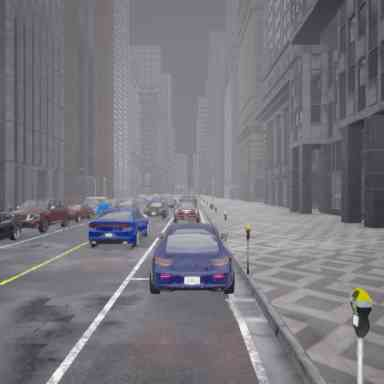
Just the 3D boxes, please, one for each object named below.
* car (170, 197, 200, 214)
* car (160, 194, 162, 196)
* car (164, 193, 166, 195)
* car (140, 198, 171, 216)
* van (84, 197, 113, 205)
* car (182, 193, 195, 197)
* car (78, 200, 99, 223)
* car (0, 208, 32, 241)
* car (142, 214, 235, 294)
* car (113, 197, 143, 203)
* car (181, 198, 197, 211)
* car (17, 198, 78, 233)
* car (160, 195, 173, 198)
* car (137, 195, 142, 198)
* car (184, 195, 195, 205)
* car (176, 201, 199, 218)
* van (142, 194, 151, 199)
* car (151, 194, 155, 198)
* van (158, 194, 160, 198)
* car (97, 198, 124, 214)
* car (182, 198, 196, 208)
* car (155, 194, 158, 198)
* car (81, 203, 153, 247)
[{"bbox_3d":[-0.386,1.439,25.353,1.967,1.590,4.097,0,0,0],"label":"car"},{"bbox_3d":[-8.911,1.446,81.710,1.967,1.590,4.097,0,0,0],"label":"car"},{"bbox_3d":[-8.912,1.323,87.347,2.192,1.841,5.009,0,0,0],"label":"car"},{"bbox_3d":[-3.061,1.524,28.845,1.812,1.442,4.674,0,0,0],"label":"car"},{"bbox_3d":[-8.911,1.340,30.980,1.690,1.788,3.998,0,0,0],"label":"van"},{"bbox_3d":[-0.386,1.314,36.627,2.192,1.841,5.009,0,0,0],"label":"car"},{"bbox_3d":[-8.910,1.544,25.344,1.887,1.381,4.507,0,0,0],"label":"car"},{"bbox_3d":[-8.910,1.565,14.070,1.947,1.339,4.313,0,0,0],"label":"car"},{"bbox_3d":[0.003,1.525,8.651,1.812,1.442,4.674,0,0,0],"label":"car"},{"bbox_3d":[-6.240,1.524,31.817,1.812,1.442,4.674,0,0,0],"label":"car"},{"bbox_3d":[-0.385,1.543,42.263,1.887,1.381,4.507,0,0,0],"label":"car"},{"bbox_3d":[-8.911,1.314,19.706,2.192,1.841,5.009,0,0,0],"label":"car"},{"bbox_3d":[-3.052,1.562,46.874,1.994,1.385,4.181,0,0,0],"label":"car"},{"bbox_3d":[-8.911,1.439,47.891,1.967,1.590,4.097,0,0,0],"label":"car"},{"bbox_3d":[-0.386,1.439,59.171,1.967,1.590,4.097,0,0,0],"label":"car"},{"bbox_3d":[-0.385,1.565,30.990,1.947,1.339,4.313,0,0,0],"label":"car"},{"bbox_3d":[-8.911,1.340,59.164,1.690,1.788,3.998,0,0,0],"label":"van"},{"bbox_3d":[-8.911,1.525,64.631,1.752,1.417,4.829,0,0,0],"label":"car"},{"bbox_3d":[-8.911,1.345,76.073,1.690,1.788,3.998,0,0,0],"label":"van"},{"bbox_3d":[-8.911,1.439,36.617,1.967,1.590,4.097,0,0,0],"label":"car"},{"bbox_3d":[-0.385,1.564,47.899,1.947,1.339,4.313,0,0,0],"label":"car"},{"bbox_3d":[-8.911,1.552,70.437,2.008,1.369,4.403,0,0,0],"label":"car"},{"bbox_3d":[-3.146,1.477,15.033,1.882,1.535,5.008,0,0,0],"label":"car"}]
